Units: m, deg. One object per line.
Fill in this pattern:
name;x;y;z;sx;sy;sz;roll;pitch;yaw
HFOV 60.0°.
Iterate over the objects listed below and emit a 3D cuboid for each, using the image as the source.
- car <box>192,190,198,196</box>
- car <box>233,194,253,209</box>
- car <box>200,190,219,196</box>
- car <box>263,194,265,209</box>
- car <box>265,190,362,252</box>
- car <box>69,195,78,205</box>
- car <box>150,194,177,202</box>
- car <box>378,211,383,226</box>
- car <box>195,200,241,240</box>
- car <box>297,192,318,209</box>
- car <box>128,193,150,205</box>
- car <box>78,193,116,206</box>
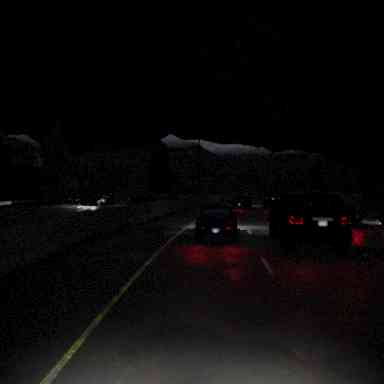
car;1.754;0.208;81.577;1.994;1.385;4.181;1;1;29
car;5.678;1.032;37.606;1.837;1.490;4.892;0;1;16
car;4.746;0.229;79.762;2.033;1.411;5.357;1;1;29
car;9.167;0.764;37.186;2.150;2.045;5.566;0;1;16
car;4.433;1.060;13.252;2.150;2.045;5.566;0;1;6
car;-14.393;0.887;44.414;1.837;1.490;4.892;0;1;16
car;-3.434;0.940;44.422;1.812;1.442;4.674;0;1;18
car;12.101;1.344;18.157;2.033;1.411;5.357;0;1;9
car;1.206;1.325;15.599;1.812;1.442;4.674;0;1;7
car;13.090;0.895;37.947;2.097;1.767;4.553;0;1;17
car;-6.871;0.873;45.172;1.882;1.535;5.008;0;1;18
car;-11.570;0.973;41.750;2.033;1.411;5.357;0;1;16
